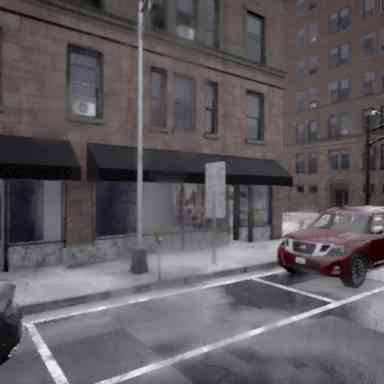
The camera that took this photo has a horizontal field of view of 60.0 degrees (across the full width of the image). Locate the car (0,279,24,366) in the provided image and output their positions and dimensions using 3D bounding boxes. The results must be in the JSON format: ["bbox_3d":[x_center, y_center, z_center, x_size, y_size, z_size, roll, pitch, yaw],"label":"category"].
[{"bbox_3d":[-4.117,1.543,3.247,4.403,1.369,2.008,0,0,-36],"label":"car"}]

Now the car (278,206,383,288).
[{"bbox_3d":[4.684,1.357,9.551,5.009,1.841,2.192,0,0,-36],"label":"car"}]
